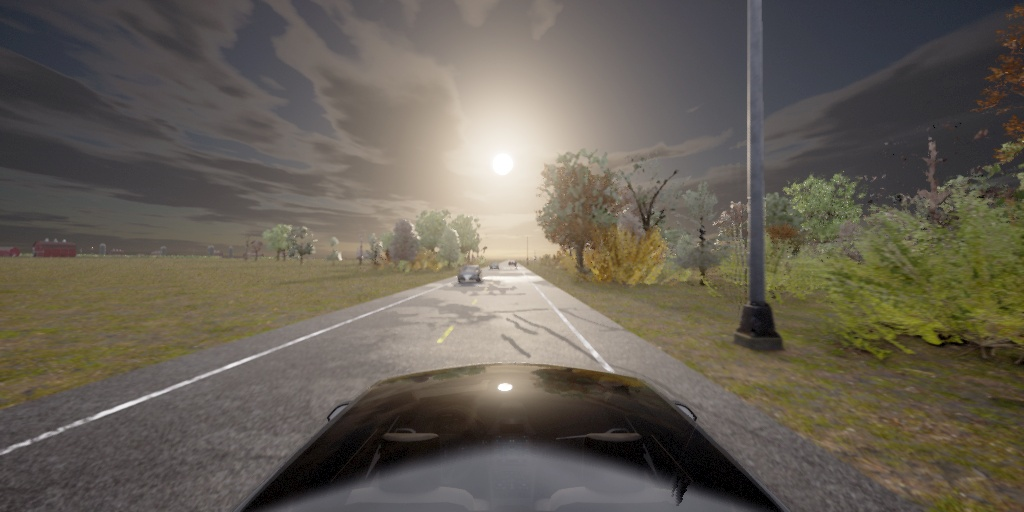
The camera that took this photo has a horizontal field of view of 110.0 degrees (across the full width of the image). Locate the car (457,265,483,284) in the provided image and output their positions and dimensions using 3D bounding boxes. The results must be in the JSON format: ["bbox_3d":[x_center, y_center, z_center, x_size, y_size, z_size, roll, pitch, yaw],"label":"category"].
[{"bbox_3d":[-3.607,1.566,31.528,2.128,1.511,4.902,0,-1,0],"label":"car"}]
